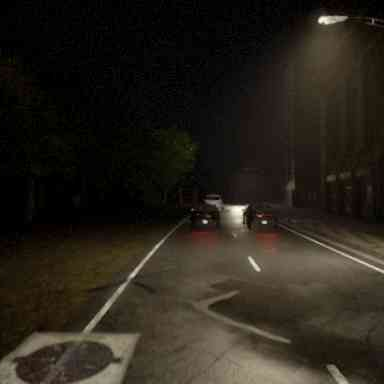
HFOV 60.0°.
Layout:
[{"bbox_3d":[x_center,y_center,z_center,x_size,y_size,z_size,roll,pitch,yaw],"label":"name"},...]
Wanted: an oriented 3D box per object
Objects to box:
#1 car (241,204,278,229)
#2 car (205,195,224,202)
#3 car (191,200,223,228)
[{"bbox_3d":[4.434,1.548,22.015,1.837,1.490,4.892,0,0,4],"label":"car"},{"bbox_3d":[2.696,1.383,40.604,2.150,2.045,5.566,0,0,7],"label":"car"},{"bbox_3d":[0.966,1.551,22.524,1.837,1.490,4.892,0,0,4],"label":"car"}]
